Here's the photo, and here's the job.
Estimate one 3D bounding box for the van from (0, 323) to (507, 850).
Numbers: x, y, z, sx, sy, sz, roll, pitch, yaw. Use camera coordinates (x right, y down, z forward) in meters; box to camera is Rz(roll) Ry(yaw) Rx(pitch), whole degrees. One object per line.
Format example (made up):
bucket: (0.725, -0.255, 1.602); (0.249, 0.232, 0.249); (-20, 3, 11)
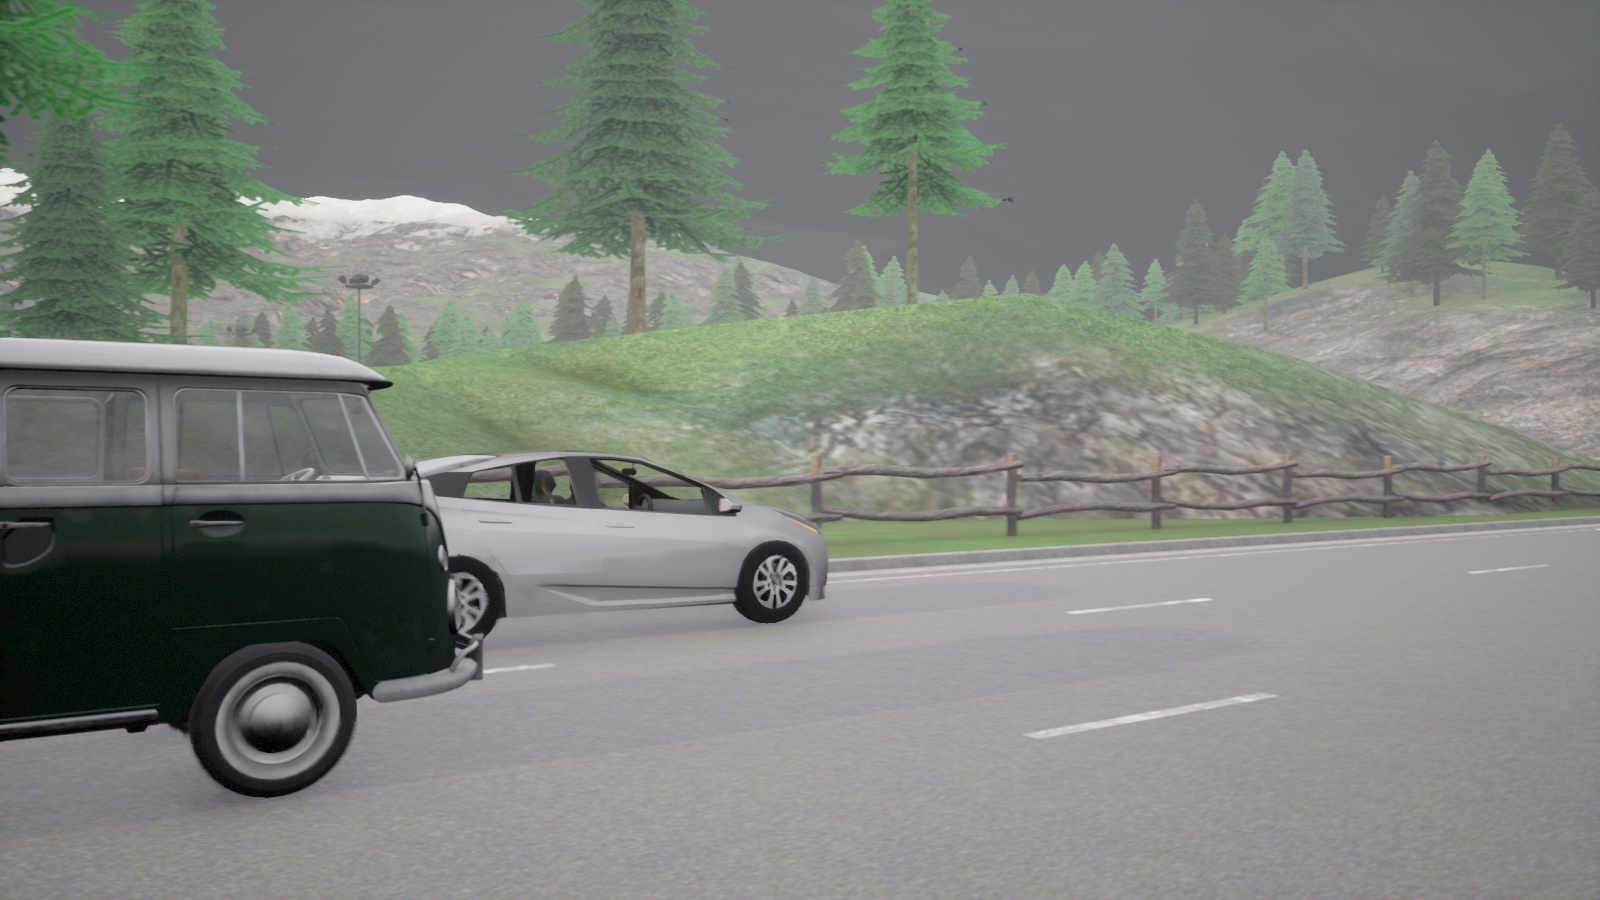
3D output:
van: (-3.706, 0.518, 5.345); (4.442, 1.987, 1.775); (0, 0, -35)

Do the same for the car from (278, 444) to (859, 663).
car: (-1.895, 0.728, 10.868); (4.514, 1.525, 2.007); (0, 0, -35)
